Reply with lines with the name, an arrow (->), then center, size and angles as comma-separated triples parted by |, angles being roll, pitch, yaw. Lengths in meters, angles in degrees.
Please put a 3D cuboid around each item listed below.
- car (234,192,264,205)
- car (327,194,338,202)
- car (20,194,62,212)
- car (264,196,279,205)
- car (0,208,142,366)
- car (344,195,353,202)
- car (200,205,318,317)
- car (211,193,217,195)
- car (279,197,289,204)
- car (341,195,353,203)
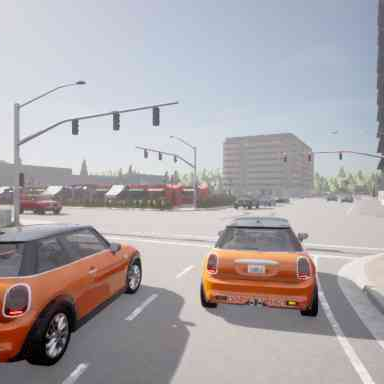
car -> 7.422, 1.221, 44.553 | 2.150, 2.045, 5.566 | 0, 0, 27
car -> 33.514, 1.355, 79.366 | 2.097, 1.767, 4.553 | 0, 0, 27
car -> -16.148, 1.277, 34.772 | 5.566, 2.045, 2.150 | 0, 0, 28
car -> 12.027, 1.352, 53.395 | 2.097, 1.767, 4.553 | 0, 0, 28
car -> -2.497, 1.352, 6.104 | 2.097, 1.767, 4.553 | 0, 0, 10
car -> 36.651, 1.500, 77.813 | 1.837, 1.490, 4.892 | 0, 0, 27
car -> 1.618, 1.352, 7.816 | 2.097, 1.767, 4.553 | 0, 0, 14
car -> 5.019, 1.209, 86.950 | 4.605, 1.855, 1.932 | 0, 0, 28
car -> 16.971, 1.601, 62.808 | 1.895, 1.301, 4.718 | 0, 0, 28
car -> 32.066, 1.595, 68.988 | 1.895, 1.301, 4.718 | 0, 0, 27
